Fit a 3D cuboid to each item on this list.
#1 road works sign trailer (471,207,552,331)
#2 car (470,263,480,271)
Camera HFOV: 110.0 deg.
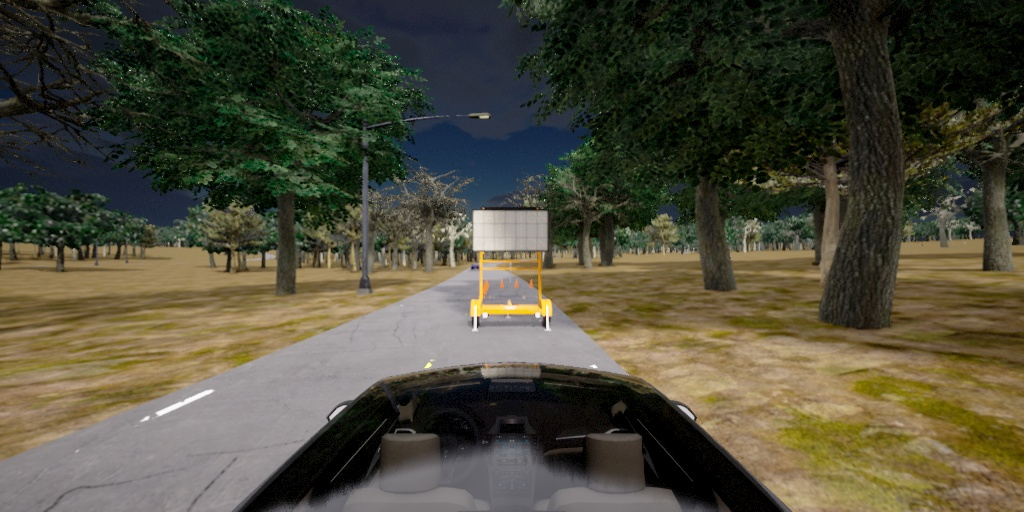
[{"bbox_3d":[-0.051,0.277,11.251,2.380,3.560,2.880,0,0,-2],"label":"road works sign trailer"},{"bbox_3d":[-6.045,1.862,59.999,1.895,1.301,4.718,0,-1,-5],"label":"car"}]
